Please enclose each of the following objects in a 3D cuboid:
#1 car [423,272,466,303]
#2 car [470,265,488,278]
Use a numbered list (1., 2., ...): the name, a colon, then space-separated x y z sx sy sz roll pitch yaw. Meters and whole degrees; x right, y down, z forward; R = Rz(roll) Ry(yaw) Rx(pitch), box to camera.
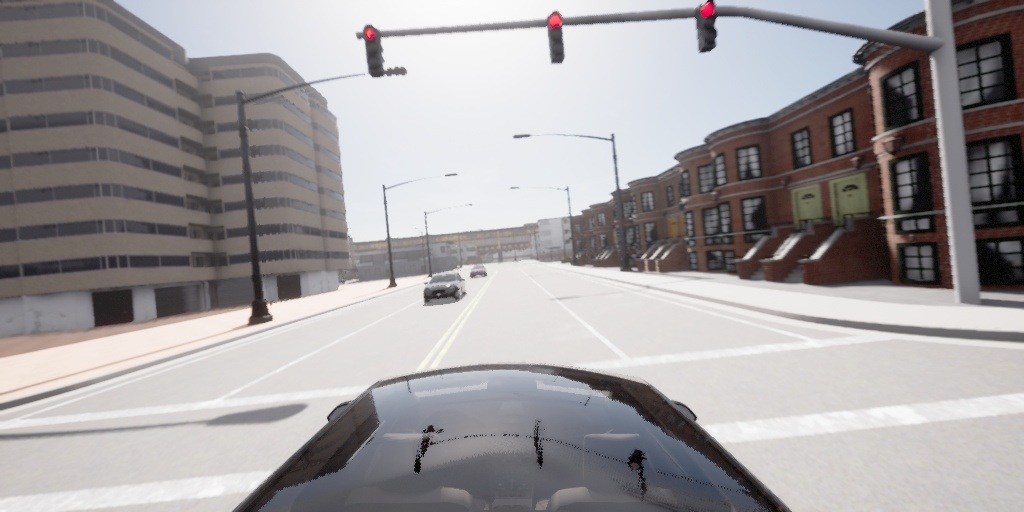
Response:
1. car: -3.759 1.699 20.502 1.837 1.490 4.892 -6 0 -1
2. car: -4.047 1.857 44.247 1.812 1.442 4.674 -6 0 0
